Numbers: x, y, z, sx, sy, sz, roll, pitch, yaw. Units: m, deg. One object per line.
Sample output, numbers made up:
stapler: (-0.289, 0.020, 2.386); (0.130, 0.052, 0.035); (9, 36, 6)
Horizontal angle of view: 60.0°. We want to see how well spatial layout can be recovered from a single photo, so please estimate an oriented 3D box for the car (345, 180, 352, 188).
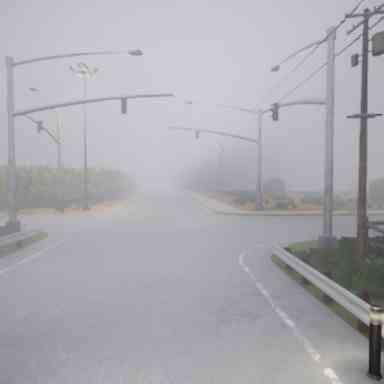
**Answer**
car: (40.690, -2.038, 85.288); (1.905, 1.878, 3.866); (9, 10, 40)
